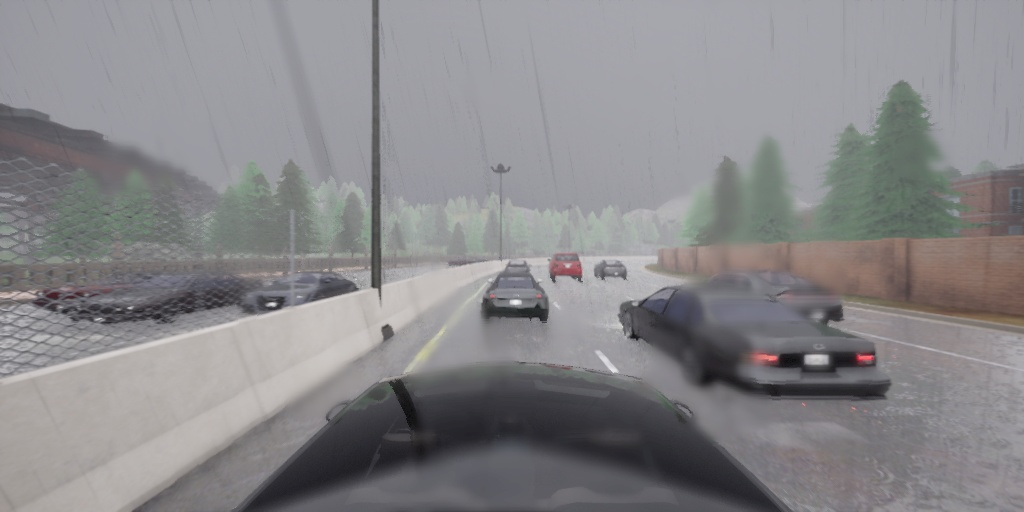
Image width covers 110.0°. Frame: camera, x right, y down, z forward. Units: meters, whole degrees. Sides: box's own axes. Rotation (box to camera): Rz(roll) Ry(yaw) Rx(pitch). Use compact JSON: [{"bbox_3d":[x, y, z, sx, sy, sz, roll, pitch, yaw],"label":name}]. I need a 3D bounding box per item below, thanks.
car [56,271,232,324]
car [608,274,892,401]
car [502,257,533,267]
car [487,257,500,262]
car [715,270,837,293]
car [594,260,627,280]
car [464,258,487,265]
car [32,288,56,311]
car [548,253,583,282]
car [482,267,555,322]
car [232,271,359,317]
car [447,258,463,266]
[{"bbox_3d":[-10.591,1.218,11.862,2.033,1.411,5.357,0,0,0],"label":"car"},{"bbox_3d":[3.602,1.258,6.739,2.033,1.411,5.357,0,0,0],"label":"car"},{"bbox_3d":[0.504,1.036,27.608,2.128,1.511,4.902,0,0,4],"label":"car"},{"bbox_3d":[-1.459,0.830,53.520,2.128,1.511,4.902,0,1,19],"label":"car"},{"bbox_3d":[7.103,1.169,10.745,2.128,1.511,4.902,0,0,0],"label":"car"},{"bbox_3d":[7.515,1.036,27.602,2.128,1.511,4.902,0,0,5],"label":"car"},{"bbox_3d":[-5.101,0.940,53.629,1.895,1.301,4.718,0,0,19],"label":"car"},{"bbox_3d":[-14.075,1.259,13.401,1.895,1.301,4.718,0,0,0],"label":"car"},{"bbox_3d":[3.916,0.773,26.730,2.150,2.045,5.566,0,0,4],"label":"car"},{"bbox_3d":[0.104,1.233,11.920,1.994,1.385,4.181,0,0,0],"label":"car"},{"bbox_3d":[-7.064,1.229,12.513,1.994,1.385,4.181,0,0,0],"label":"car"},{"bbox_3d":[-8.150,0.925,55.571,1.895,1.301,4.718,0,0,19],"label":"car"}]
